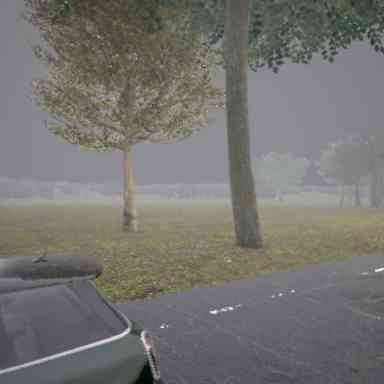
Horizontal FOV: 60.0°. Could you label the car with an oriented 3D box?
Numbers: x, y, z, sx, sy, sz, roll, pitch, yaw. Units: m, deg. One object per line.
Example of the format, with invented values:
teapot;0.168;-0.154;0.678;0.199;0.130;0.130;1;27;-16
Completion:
car;-2.454;1.345;2.110;4.553;1.767;2.097;1;-1;-36
